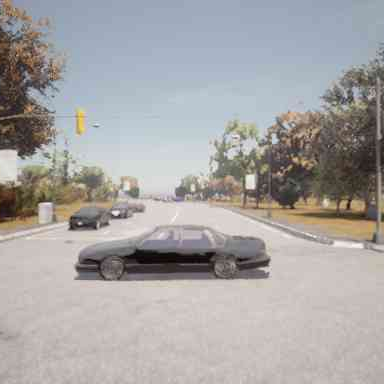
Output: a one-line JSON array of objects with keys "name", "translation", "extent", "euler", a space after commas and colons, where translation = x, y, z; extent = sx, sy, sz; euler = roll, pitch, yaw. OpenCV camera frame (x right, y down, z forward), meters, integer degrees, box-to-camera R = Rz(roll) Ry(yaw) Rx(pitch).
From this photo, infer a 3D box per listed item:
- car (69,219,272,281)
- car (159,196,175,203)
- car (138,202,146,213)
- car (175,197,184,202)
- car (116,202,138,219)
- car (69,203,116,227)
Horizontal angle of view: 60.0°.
[{"name": "car", "translation": [-0.490, 1.659, 9.679], "extent": [5.357, 1.411, 2.033], "euler": [0, -1, -3]}, {"name": "car", "translation": [-7.084, 2.277, 93.573], "extent": [1.895, 1.301, 4.718], "euler": [0, 0, -18]}, {"name": "car", "translation": [-7.235, 2.016, 43.878], "extent": [1.994, 1.385, 4.181], "euler": [0, 0, -1]}, {"name": "car", "translation": [-3.807, 2.169, 94.811], "extent": [1.882, 1.535, 5.008], "euler": [0, 0, -18]}, {"name": "car", "translation": [-7.132, 1.863, 33.597], "extent": [2.128, 1.511, 4.902], "euler": [0, -1, 0]}, {"name": "car", "translation": [-7.108, 1.746, 23.581], "extent": [1.882, 1.535, 5.008], "euler": [0, -1, 0]}]
